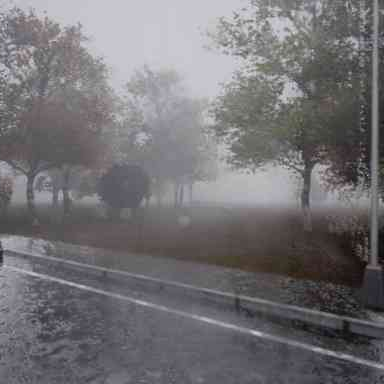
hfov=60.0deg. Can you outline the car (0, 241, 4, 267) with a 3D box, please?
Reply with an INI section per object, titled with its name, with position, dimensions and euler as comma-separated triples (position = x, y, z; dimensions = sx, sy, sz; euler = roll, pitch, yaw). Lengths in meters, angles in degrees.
[car]
position = -6.955, 1.488, 8.960
dimensions = 4.902, 1.511, 2.128
euler = 0, 0, 36
